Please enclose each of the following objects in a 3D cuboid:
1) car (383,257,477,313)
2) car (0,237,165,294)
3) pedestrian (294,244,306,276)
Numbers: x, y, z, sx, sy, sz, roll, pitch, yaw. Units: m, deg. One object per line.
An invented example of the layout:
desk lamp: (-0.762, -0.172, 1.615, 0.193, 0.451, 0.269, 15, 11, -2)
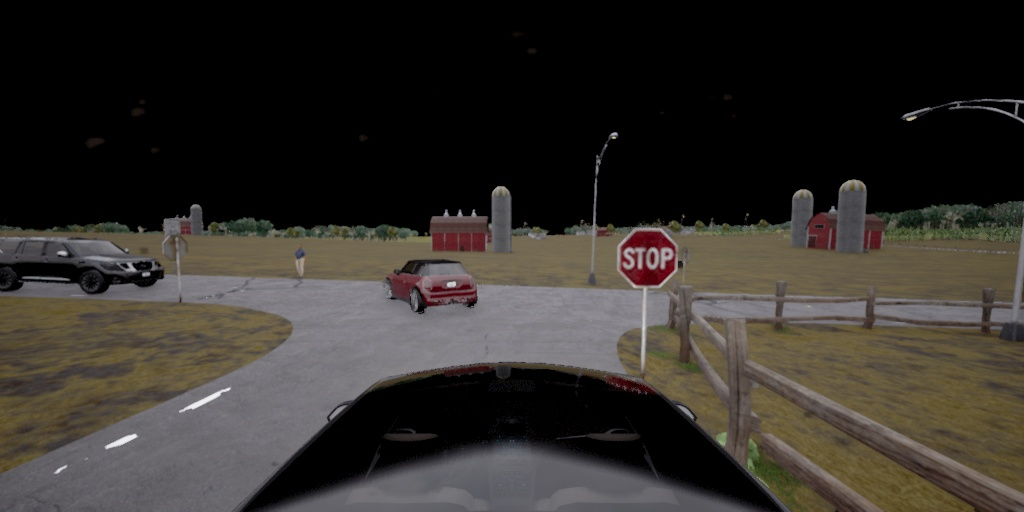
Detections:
car: (-3.159, 0.869, 13.266, 2.097, 1.767, 4.553, -1, 2, -35)
car: (-17.393, 0.294, 14.355, 5.566, 2.045, 2.150, 2, 4, 0)
pedestrian: (-12.000, 0.228, 20.296, 0.375, 1.860, 0.375, 0, 2, 0)
